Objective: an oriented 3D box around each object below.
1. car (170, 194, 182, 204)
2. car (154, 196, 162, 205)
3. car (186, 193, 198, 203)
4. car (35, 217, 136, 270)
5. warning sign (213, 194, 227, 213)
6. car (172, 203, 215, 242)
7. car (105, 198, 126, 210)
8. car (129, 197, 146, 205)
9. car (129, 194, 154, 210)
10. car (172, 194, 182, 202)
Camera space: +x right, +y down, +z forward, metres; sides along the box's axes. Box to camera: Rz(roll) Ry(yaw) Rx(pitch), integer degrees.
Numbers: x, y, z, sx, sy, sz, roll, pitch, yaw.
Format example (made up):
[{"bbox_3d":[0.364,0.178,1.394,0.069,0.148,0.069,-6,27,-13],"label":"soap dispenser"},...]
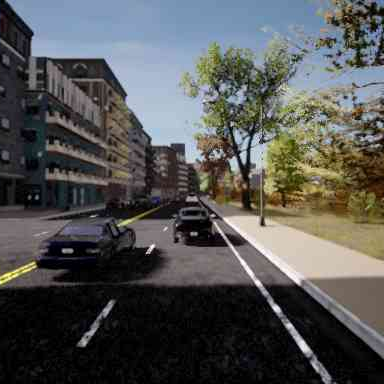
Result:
[{"bbox_3d":[-3.252,1.624,63.879,1.895,1.301,4.718,0,0,0],"label":"car"},{"bbox_3d":[-6.534,1.547,60.635,1.812,1.442,4.674,0,0,1],"label":"car"},{"bbox_3d":[-0.002,1.244,63.463,2.150,2.045,5.566,0,0,0],"label":"car"},{"bbox_3d":[-3.167,1.551,10.993,2.033,1.411,5.357,0,0,0],"label":"car"},{"bbox_3d":[2.841,1.125,33.789,1.300,1.860,1.060,-1,-1,0],"label":"warning sign"},{"bbox_3d":[0.094,1.509,16.385,1.837,1.490,4.892,0,0,0],"label":"car"},{"bbox_3d":[-9.840,1.517,42.917,1.837,1.490,4.892,0,0,0],"label":"car"},{"bbox_3d":[-9.780,1.568,59.876,2.033,1.411,5.357,0,0,1],"label":"car"},{"bbox_3d":[-6.592,1.233,42.992,2.150,2.045,5.566,0,0,0],"label":"car"},{"bbox_3d":[-3.253,1.304,73.825,2.097,1.767,4.553,0,0,0],"label":"car"}]
